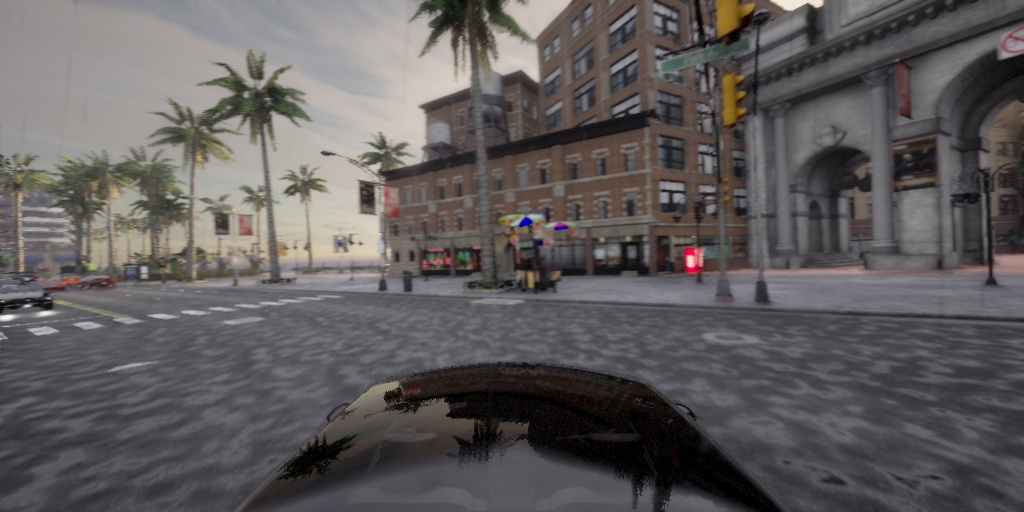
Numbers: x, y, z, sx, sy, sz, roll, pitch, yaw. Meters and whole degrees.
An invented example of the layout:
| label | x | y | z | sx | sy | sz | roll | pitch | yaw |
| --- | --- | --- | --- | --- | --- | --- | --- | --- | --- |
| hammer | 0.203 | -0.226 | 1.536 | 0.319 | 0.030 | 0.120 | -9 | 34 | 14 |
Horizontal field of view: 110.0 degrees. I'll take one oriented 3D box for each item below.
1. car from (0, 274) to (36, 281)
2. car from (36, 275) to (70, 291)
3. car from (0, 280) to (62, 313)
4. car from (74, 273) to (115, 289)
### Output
| label | x | y | z | sx | sy | sz | roll | pitch | yaw |
| --- | --- | --- | --- | --- | --- | --- | --- | --- | --- |
| car | -36.040 | 2.383 | 25.441 | 4.553 | 1.767 | 2.097 | -2 | 0 | 32 |
| car | -48.667 | 3.042 | 37.523 | 4.181 | 1.385 | 1.994 | -2 | 0 | 28 |
| car | -27.047 | 2.258 | 19.756 | 5.357 | 1.411 | 2.033 | -2 | 0 | 32 |
| car | -47.125 | 2.898 | 40.670 | 5.008 | 1.535 | 1.882 | -2 | 0 | 28 |
